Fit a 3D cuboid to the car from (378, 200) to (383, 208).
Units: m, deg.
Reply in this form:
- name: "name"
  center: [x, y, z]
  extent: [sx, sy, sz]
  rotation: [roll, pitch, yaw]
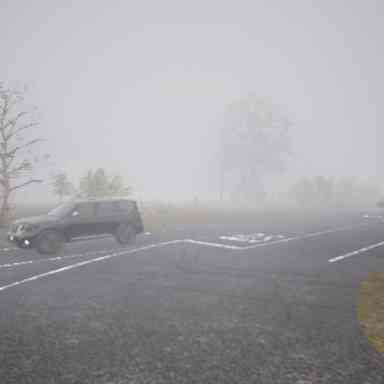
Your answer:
- name: "car"
  center: [25.914, 1.353, 43.228]
  extent: [4.718, 1.301, 1.895]
  rotation: [-1, 0, -44]

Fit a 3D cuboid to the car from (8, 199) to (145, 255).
- name: "car"
  center: [-4.650, 1.331, 14.184]
  extent: [5.566, 2.045, 2.150]
  rotation: [-1, 0, -43]
